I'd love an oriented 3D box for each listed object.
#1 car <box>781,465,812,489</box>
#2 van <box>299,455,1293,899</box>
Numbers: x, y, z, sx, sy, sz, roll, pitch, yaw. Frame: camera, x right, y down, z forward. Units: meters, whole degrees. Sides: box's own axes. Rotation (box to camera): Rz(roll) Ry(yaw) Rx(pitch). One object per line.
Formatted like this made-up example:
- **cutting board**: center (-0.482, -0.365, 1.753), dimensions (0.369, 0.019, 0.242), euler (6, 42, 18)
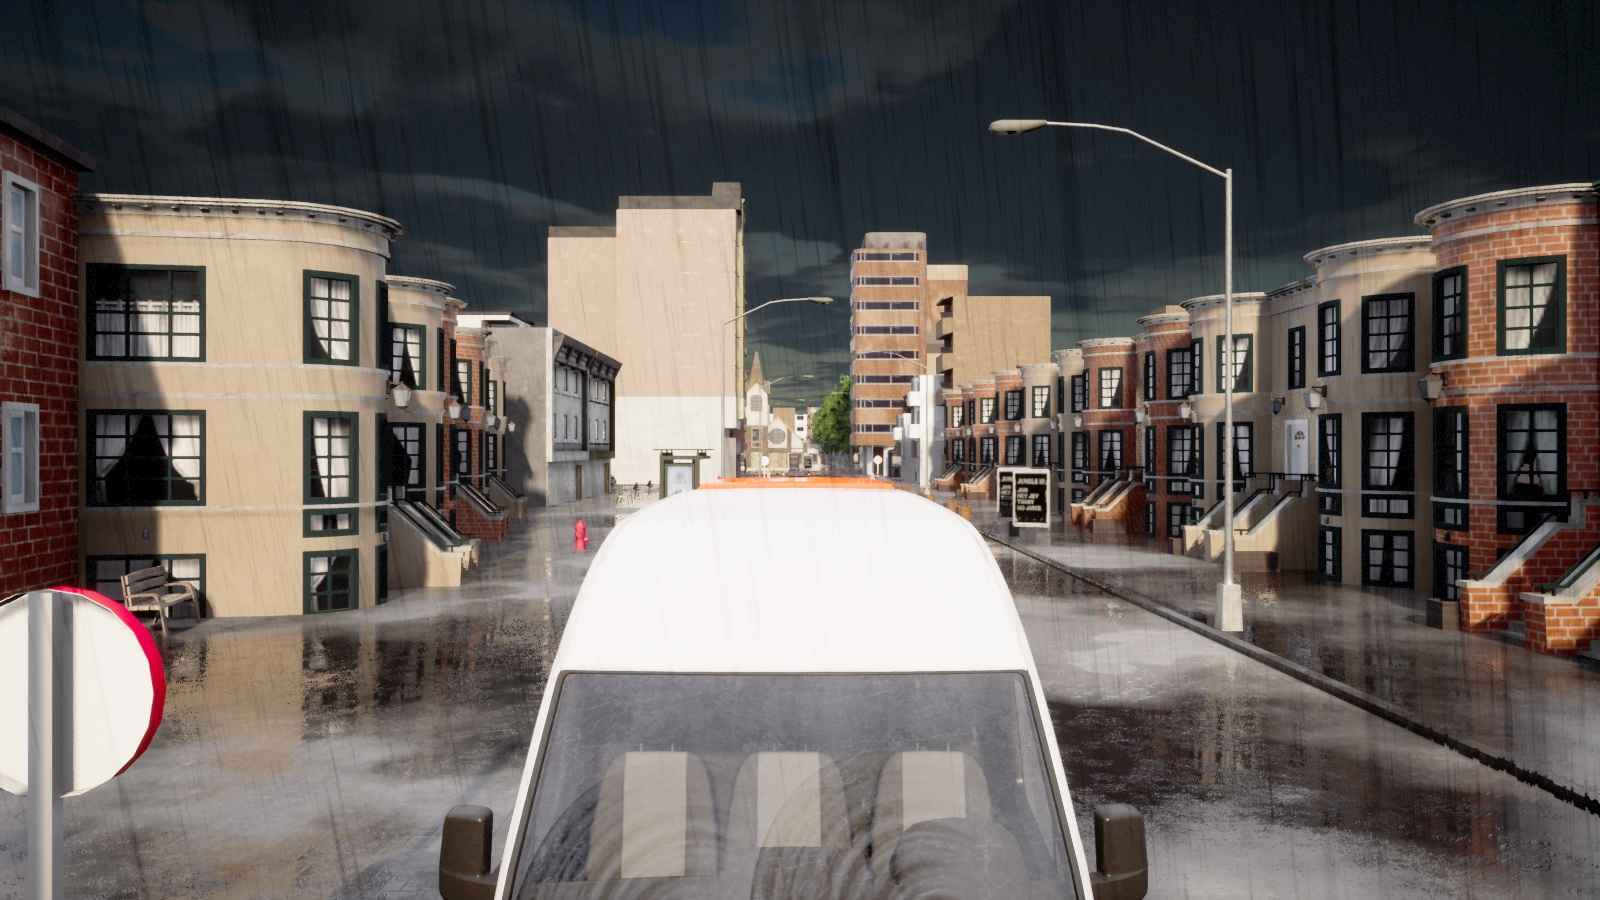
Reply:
- **car**: center (-0.262, 1.816, 77.829), dimensions (2.038, 1.542, 4.974), euler (0, 0, 0)
- **van**: center (-0.019, 1.314, 5.243), dimensions (1.988, 2.561, 5.915), euler (0, 0, 0)
